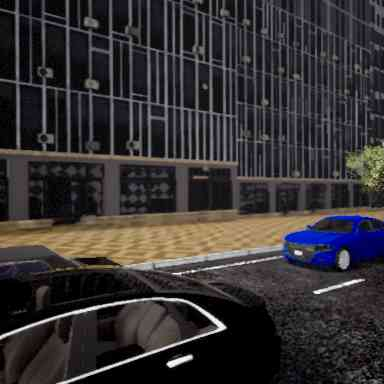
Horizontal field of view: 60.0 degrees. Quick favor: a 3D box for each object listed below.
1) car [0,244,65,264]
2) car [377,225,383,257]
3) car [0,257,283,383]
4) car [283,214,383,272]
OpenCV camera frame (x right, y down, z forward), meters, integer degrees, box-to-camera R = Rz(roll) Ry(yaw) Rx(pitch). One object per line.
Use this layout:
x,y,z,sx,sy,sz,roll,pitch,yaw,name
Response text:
-3.286,1.603,5.310,4.718,1.301,1.895,0,0,-35,car
6.898,1.592,8.510,4.674,1.442,1.812,0,0,-35,car
-1.342,1.508,2.708,4.892,1.490,1.837,1,0,-35,car
5.187,1.545,11.275,5.008,1.535,1.882,0,0,-35,car
